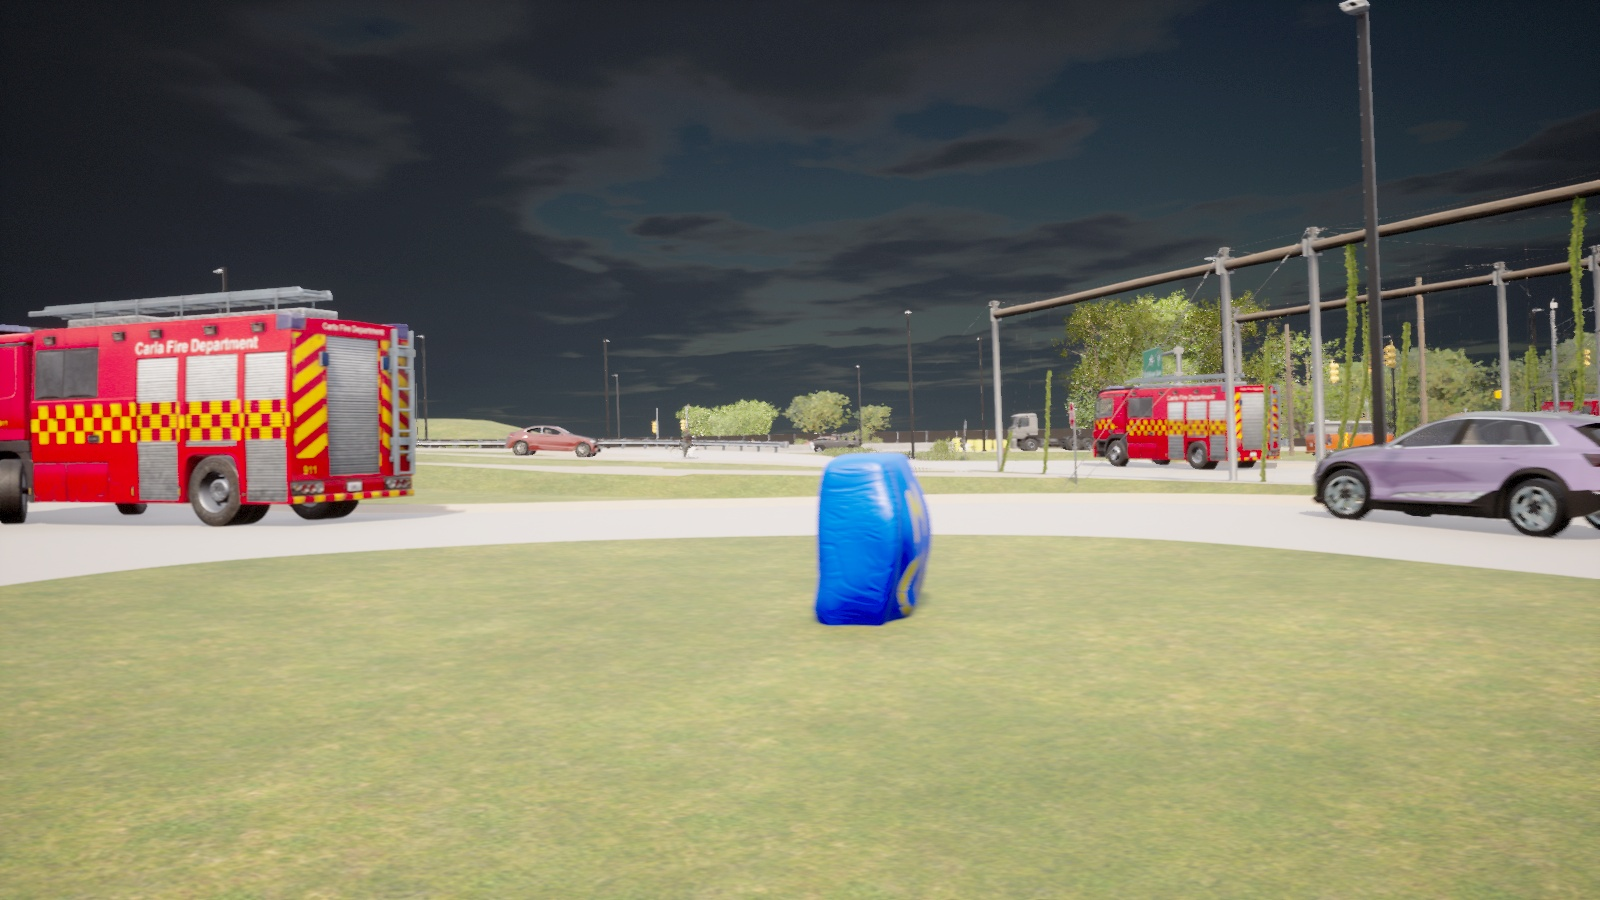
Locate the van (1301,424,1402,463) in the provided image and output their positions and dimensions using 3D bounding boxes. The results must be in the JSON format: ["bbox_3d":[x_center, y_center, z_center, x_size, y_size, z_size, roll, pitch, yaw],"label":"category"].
[{"bbox_3d":[28.575,-0.315,65.141,4.442,1.987,1.775,0,0,-1],"label":"van"}]

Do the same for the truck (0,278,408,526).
[{"bbox_3d":[-11.349,-0.745,22.340,8.468,3.827,2.891,0,1,23],"label":"truck"}]

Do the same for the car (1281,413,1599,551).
[{"bbox_3d":[9.547,0.334,17.887,2.033,1.649,4.856,0,2,-28],"label":"car"}]

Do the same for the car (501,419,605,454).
[{"bbox_3d":[-13.086,-0.719,66.719,5.027,1.651,2.152,2,0,1],"label":"car"}]

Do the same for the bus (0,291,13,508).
[{"bbox_3d":[-20.704,-1.291,26.754,10.273,4.253,3.944,5,4,42],"label":"bus"}]

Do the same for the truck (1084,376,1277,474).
[{"bbox_3d":[15.941,-1.060,53.398,2.891,3.827,8.468,-1,1,-25],"label":"truck"}]
